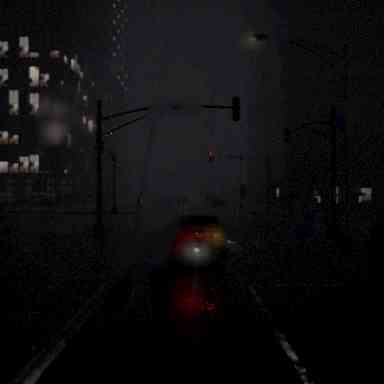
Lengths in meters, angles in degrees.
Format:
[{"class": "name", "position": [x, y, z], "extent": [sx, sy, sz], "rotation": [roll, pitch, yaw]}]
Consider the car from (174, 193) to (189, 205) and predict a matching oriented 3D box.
[{"class": "car", "position": [-1.584, 1.458, 58.611], "extent": [2.128, 1.511, 4.902], "rotation": [0, 0, 0]}]

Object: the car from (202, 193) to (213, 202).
[{"class": "car", "position": [3.700, 1.260, 73.274], "extent": [2.192, 1.841, 5.009], "rotation": [0, 0, 0]}]

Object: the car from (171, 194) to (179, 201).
[{"class": "car", "position": [-4.241, 1.365, 84.287], "extent": [1.967, 1.590, 4.097], "rotation": [0, 0, 0]}]

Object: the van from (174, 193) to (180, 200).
[{"class": "van", "position": [-4.302, 1.246, 95.341], "extent": [1.690, 1.788, 3.998], "rotation": [0, 0, 0]}]

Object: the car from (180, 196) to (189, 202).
[{"class": "car", "position": [-1.620, 1.531, 74.119], "extent": [1.895, 1.301, 4.718], "rotation": [0, 0, 0]}]

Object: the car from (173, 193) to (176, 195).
[{"class": "car", "position": [-4.180, 1.511, 73.231], "extent": [1.947, 1.339, 4.313], "rotation": [0, 0, 0]}]

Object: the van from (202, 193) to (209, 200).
[{"class": "van", "position": [3.608, 1.257, 89.858], "extent": [1.690, 1.788, 3.998], "rotation": [0, 0, 0]}]

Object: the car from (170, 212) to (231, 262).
[{"class": "car", "position": [0.355, 1.497, 12.205], "extent": [1.837, 1.490, 4.892], "rotation": [0, 0, 5]}]

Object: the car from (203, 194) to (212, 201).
[{"class": "car", "position": [3.669, 1.376, 78.803], "extent": [1.967, 1.590, 4.097], "rotation": [0, 0, 0]}]

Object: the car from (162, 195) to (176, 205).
[{"class": "car", "position": [-4.089, 1.552, 56.649], "extent": [1.802, 1.307, 4.206], "rotation": [0, 0, 0]}]

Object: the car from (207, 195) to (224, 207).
[{"class": "car", "position": [3.871, 1.542, 51.166], "extent": [1.947, 1.339, 4.313], "rotation": [0, 0, 0]}]

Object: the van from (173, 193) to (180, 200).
[{"class": "van", "position": [-4.272, 1.256, 89.814], "extent": [1.690, 1.788, 3.998], "rotation": [0, 0, 0]}]
